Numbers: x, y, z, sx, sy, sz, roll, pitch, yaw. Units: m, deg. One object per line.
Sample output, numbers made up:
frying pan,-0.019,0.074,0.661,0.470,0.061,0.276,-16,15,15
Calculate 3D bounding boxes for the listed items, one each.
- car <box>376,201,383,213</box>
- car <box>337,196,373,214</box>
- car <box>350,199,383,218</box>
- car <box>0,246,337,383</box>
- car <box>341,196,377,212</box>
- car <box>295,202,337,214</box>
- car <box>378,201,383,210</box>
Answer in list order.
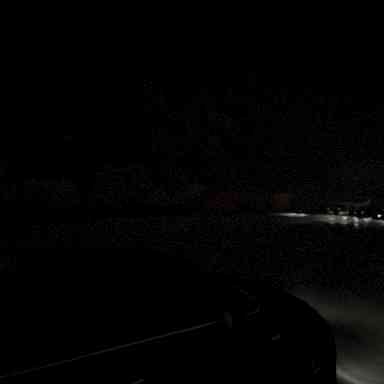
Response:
car,27.140,1.989,44.718,5.357,1.411,2.033,1,0,-35
car,18.691,1.569,38.755,5.566,2.045,2.150,1,0,-35
car,19.089,1.820,34.767,4.902,1.511,2.128,1,0,-35
car,-0.572,1.365,3.340,4.553,1.767,2.097,1,0,-35
car,23.272,1.644,46.259,5.566,2.045,2.150,1,0,-35
car,14.775,1.875,40.281,5.357,1.411,2.033,1,0,-35
car,31.503,2.062,52.131,5.357,1.411,2.033,1,0,-35
